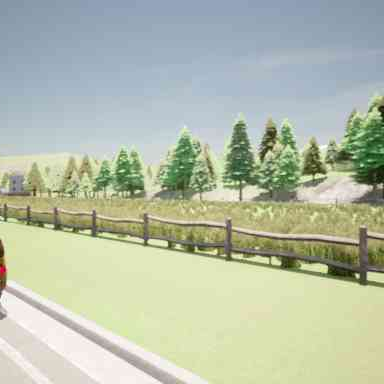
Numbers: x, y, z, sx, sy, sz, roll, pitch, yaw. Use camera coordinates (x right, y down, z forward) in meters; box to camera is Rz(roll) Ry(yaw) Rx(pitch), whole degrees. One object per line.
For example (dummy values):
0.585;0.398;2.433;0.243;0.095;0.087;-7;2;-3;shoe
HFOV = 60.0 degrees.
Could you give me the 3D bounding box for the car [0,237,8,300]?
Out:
-5.800;1.229;7.018;5.566;2.045;2.150;0;0;43;car
